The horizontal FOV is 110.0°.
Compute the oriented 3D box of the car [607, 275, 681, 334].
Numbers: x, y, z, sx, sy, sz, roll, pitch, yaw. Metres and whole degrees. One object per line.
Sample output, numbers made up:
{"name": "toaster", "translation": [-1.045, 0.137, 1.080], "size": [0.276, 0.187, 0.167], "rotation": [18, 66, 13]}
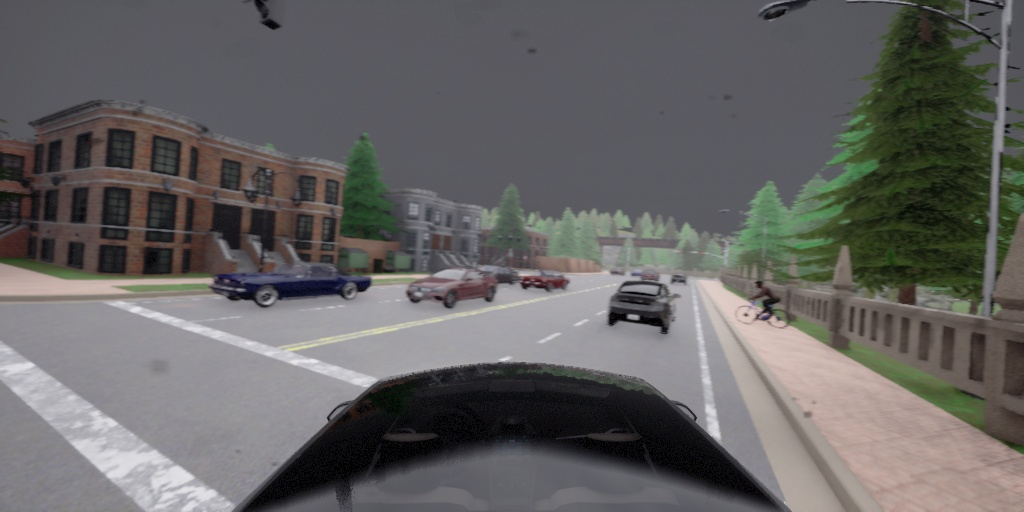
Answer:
{"name": "car", "translation": [4.675, 1.628, 12.611], "size": [1.837, 1.490, 4.892], "rotation": [4, 0, 27]}

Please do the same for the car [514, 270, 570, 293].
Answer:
{"name": "car", "translation": [2.234, 1.598, 23.603], "size": [1.895, 1.301, 4.718], "rotation": [4, 0, 27]}

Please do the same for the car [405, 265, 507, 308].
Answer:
{"name": "car", "translation": [-2.230, 1.171, 14.664], "size": [1.812, 1.442, 4.674], "rotation": [4, 0, 27]}

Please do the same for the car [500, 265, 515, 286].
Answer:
{"name": "car", "translation": [-1.254, 1.302, 24.442], "size": [2.033, 1.411, 5.357], "rotation": [4, 0, 27]}

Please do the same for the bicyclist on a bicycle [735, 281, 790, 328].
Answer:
{"name": "bicyclist on a bicycle", "translation": [9.023, 1.730, 12.895], "size": [1.656, 1.620, 0.582], "rotation": [5, 0, 26]}

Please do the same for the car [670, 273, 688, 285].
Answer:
{"name": "car", "translation": [22.484, 3.032, 48.273], "size": [1.837, 1.490, 4.892], "rotation": [4, 0, 27]}

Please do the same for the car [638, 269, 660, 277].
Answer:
{"name": "car", "translation": [18.944, 2.632, 48.982], "size": [2.097, 1.767, 4.553], "rotation": [4, 0, 27]}

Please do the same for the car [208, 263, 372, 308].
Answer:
{"name": "car", "translation": [-7.296, 0.879, 12.350], "size": [1.895, 1.301, 4.718], "rotation": [4, 0, 27]}
